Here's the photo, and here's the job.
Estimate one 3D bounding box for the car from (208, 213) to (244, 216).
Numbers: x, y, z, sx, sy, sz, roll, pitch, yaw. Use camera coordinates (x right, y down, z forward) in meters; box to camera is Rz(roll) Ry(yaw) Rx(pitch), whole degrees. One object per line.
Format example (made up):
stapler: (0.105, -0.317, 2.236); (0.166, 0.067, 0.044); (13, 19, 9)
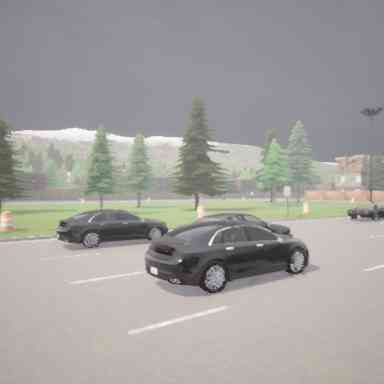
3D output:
car: (1.754, 1.562, 13.602); (5.357, 1.411, 2.033); (0, 0, -36)

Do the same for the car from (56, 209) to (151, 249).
car: (-3.342, 1.513, 14.627); (4.892, 1.490, 1.837); (0, 0, -35)

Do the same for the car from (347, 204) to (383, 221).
car: (15.006, 1.646, 27.563); (4.718, 1.301, 1.895); (0, 0, -35)

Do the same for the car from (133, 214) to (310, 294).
car: (1.126, 1.514, 8.853); (4.892, 1.490, 1.837); (0, 0, -36)
